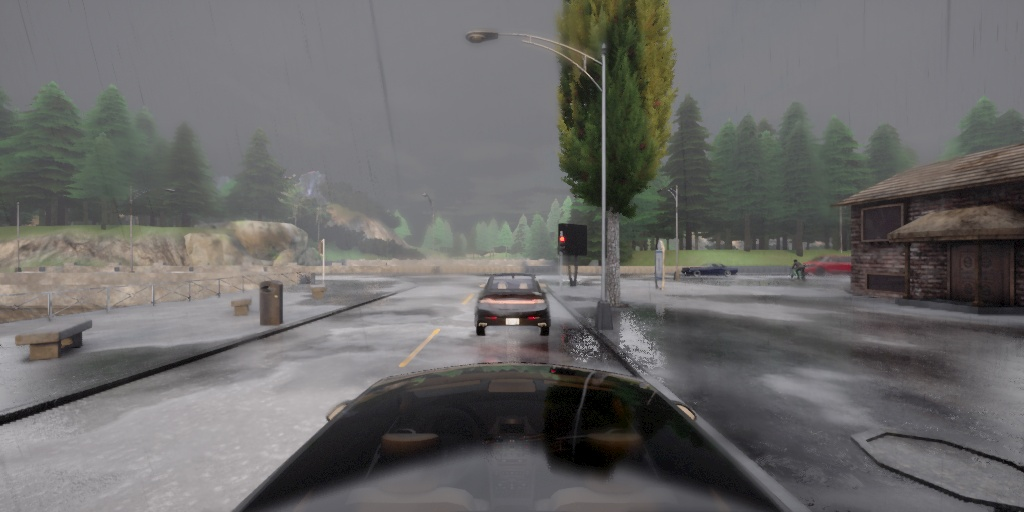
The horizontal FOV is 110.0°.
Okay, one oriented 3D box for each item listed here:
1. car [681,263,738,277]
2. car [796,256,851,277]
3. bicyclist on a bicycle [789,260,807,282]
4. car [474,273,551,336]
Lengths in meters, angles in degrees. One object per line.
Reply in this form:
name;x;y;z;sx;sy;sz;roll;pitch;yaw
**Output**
car;19.020;1.351;34.733;4.718;1.301;1.895;0;0;0
car;30.754;0.971;34.733;5.566;2.045;2.150;0;0;0
bicyclist on a bicycle;20.957;1.094;26.330;0.582;1.620;1.656;-1;0;0
car;0.031;1.241;10.386;2.128;1.511;4.902;0;0;0
